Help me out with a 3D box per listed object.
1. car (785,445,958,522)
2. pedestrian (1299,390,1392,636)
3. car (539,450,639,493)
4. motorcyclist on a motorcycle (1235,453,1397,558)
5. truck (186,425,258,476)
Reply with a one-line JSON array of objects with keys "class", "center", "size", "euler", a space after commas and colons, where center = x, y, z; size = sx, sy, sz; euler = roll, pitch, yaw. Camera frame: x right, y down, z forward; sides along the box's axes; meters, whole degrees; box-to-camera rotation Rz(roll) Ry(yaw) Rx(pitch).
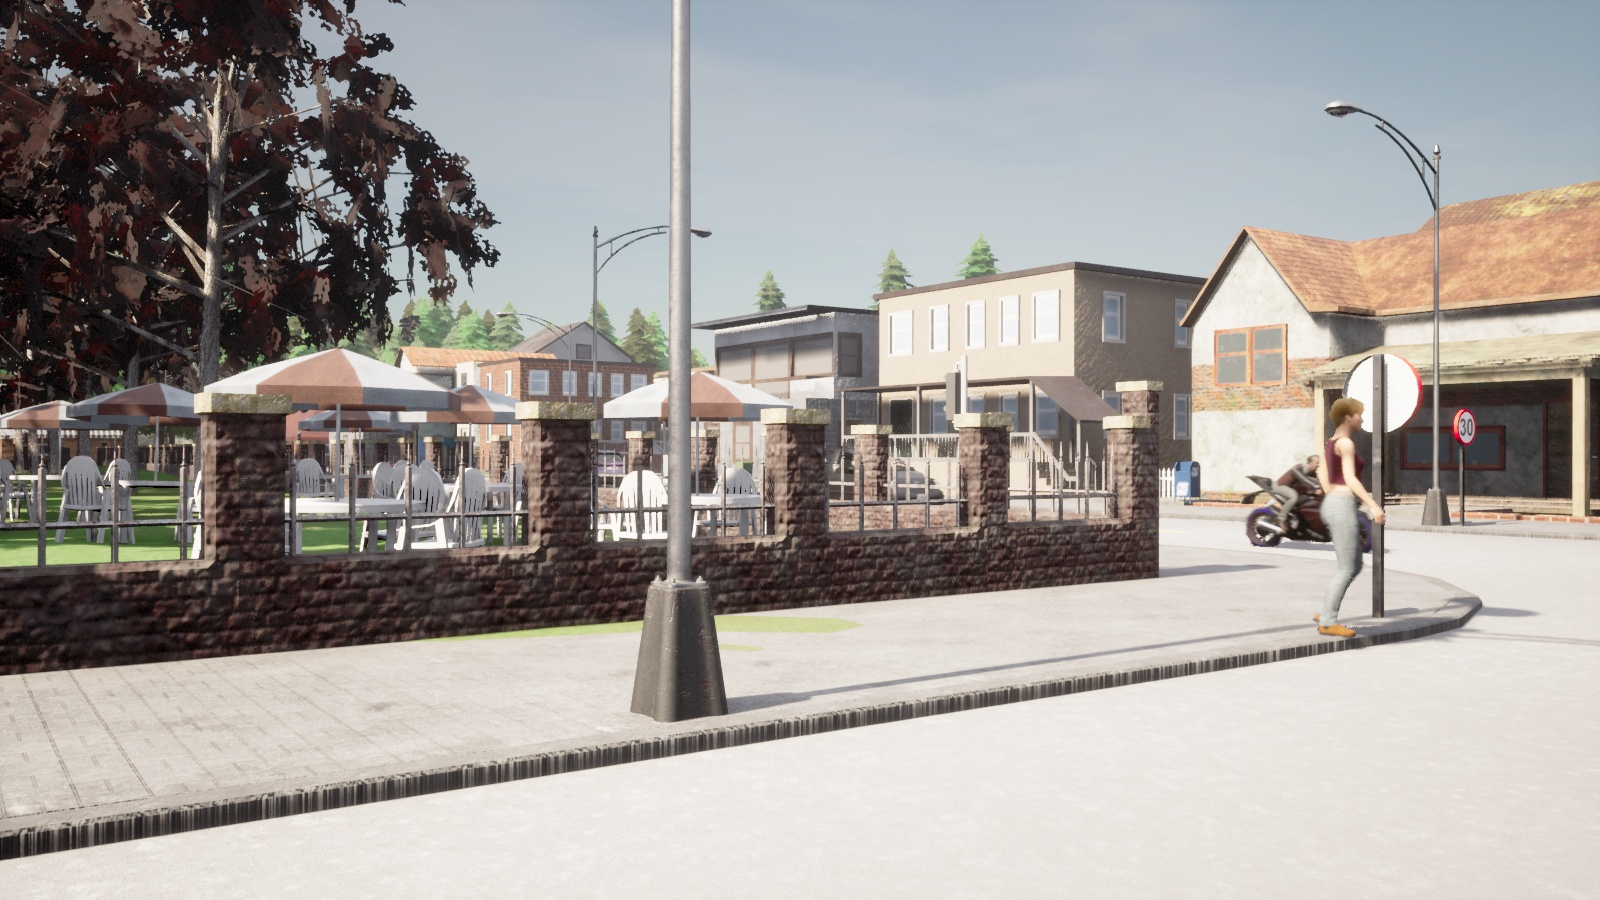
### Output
[{"class": "car", "center": [1.556, 0.709, 28.523], "size": [1.851, 1.617, 3.988], "euler": [0, 0, -35]}, {"class": "pedestrian", "center": [4.163, 0.471, 9.602], "size": [0.594, 1.836, 0.345], "euler": [0, 0, 13]}, {"class": "car", "center": [-8.432, 0.814, 49.772], "size": [2.033, 1.649, 4.856], "euler": [0, 0, -35]}, {"class": "motorcyclist on a motorcycle", "center": [7.937, 0.810, 19.403], "size": [0.866, 1.530, 2.191], "euler": [0, 0, -35]}, {"class": "truck", "center": [-41.321, 0.070, 89.628], "size": [2.891, 3.462, 7.936], "euler": [0, 0, -38]}]
